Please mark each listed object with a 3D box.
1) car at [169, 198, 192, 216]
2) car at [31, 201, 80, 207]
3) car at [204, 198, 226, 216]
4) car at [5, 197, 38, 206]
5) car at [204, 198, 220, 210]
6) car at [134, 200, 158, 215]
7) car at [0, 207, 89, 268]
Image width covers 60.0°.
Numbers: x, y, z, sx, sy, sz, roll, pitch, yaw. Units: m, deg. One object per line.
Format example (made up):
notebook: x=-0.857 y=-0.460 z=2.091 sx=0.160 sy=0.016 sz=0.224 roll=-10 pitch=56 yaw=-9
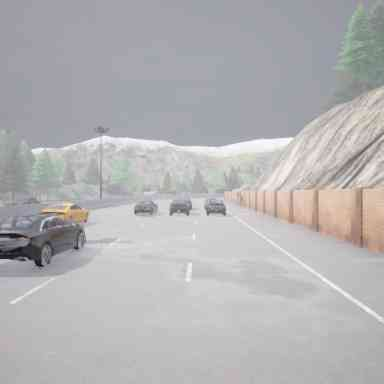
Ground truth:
car: x=-1.184 y=1.505 z=33.046 sx=1.837 sy=1.490 sz=4.892 roll=0 pitch=0 yaw=1
car: x=-8.434 y=1.477 z=22.248 sx=1.882 sy=1.535 sz=5.008 roll=0 pitch=0 yaw=1
car: x=2.312 y=1.492 z=32.820 sx=2.128 sy=1.511 sz=4.902 roll=0 pitch=0 yaw=1
car: x=-18.697 y=1.362 z=36.946 sx=2.097 sy=1.767 sz=4.553 roll=0 pitch=0 yaw=1
car: x=2.550 y=1.526 z=43.266 sx=1.812 sy=1.442 sz=4.674 roll=0 pitch=0 yaw=1
car: x=-4.660 y=1.547 z=34.086 sx=2.033 sy=1.411 sz=5.357 roll=0 pitch=0 yaw=1
car: x=-5.186 y=1.491 z=11.264 sx=2.128 sy=1.511 sz=4.902 roll=0 pitch=0 yaw=1
